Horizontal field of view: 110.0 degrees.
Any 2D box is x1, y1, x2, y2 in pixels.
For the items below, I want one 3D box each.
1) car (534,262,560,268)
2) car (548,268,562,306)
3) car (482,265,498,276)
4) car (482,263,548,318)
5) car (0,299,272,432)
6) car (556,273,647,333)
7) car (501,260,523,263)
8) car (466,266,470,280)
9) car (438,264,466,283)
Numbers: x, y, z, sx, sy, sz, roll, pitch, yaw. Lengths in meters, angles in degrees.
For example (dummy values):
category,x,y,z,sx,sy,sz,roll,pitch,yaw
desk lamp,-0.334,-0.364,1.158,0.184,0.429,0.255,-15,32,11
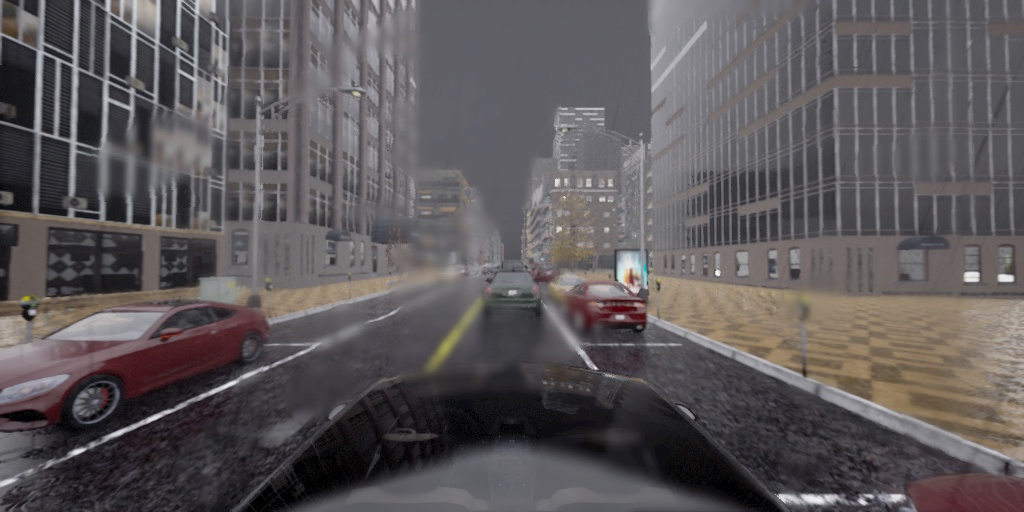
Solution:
category,x,y,z,sx,sy,sz,roll,pitch,yaw
car,2.691,1.424,27.849,2.192,1.841,5.009,0,0,0
car,2.692,1.482,16.902,1.751,1.417,4.829,0,0,0
car,-3.050,1.988,50.651,1.994,1.385,4.181,0,-1,0
car,0.047,1.271,14.064,2.097,1.767,4.553,0,-1,0
car,-5.689,1.385,5.614,1.802,1.307,4.207,0,0,0
car,2.692,1.425,11.173,1.888,1.381,4.507,0,0,0
car,0.036,1.335,27.989,2.150,2.045,5.566,0,-1,1
car,-5.690,1.702,38.969,1.967,1.591,4.097,0,0,0
car,-5.690,1.711,33.240,1.751,1.417,4.829,0,0,0
